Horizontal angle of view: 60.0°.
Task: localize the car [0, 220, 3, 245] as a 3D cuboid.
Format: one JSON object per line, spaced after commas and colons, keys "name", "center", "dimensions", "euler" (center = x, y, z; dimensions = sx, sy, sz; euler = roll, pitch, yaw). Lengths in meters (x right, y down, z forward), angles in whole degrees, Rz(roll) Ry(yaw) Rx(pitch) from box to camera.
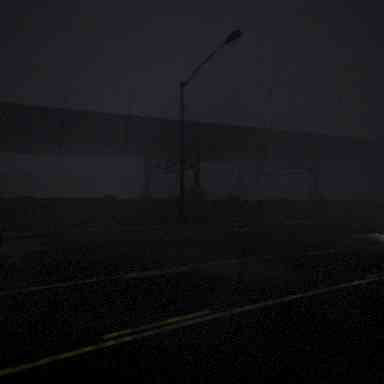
{"name": "car", "center": [-9.014, 1.256, 10.244], "dimensions": [5.566, 2.045, 2.150], "euler": [0, 0, -37]}
